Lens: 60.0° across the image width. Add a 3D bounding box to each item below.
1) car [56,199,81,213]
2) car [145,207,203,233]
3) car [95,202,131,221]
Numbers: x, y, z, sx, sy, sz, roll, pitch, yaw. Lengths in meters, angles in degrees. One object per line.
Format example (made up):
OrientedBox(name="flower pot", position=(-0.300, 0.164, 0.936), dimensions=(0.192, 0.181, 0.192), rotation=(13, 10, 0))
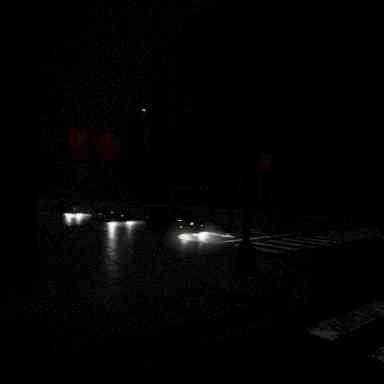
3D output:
OrientedBox(name="car", position=(-14.440, 1.634, 38.859), dimensions=(2.128, 1.511, 4.902), rotation=(0, 0, -36))
OrientedBox(name="car", position=(-1.169, 1.619, 20.372), dimensions=(1.994, 1.385, 4.181), rotation=(0, 0, -36))
OrientedBox(name="car", position=(-6.905, 1.619, 28.359), dimensions=(1.812, 1.442, 4.674), rotation=(0, 0, -36))
